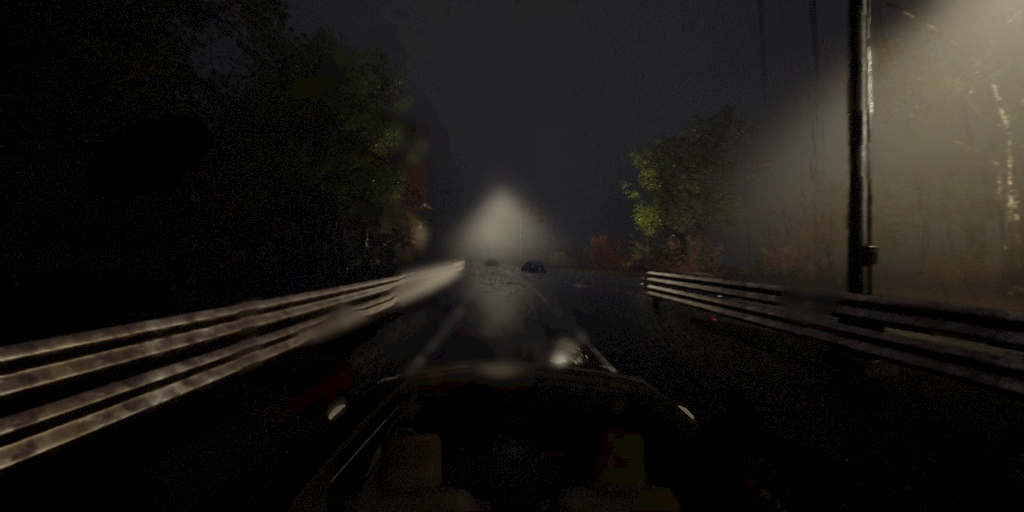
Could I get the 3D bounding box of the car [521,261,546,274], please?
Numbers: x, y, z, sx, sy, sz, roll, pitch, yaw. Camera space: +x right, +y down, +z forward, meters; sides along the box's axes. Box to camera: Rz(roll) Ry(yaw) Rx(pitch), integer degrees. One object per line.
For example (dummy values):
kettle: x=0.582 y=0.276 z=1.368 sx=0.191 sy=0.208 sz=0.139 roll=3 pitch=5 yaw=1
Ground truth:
car: x=2.447 y=1.256 z=41.007 sx=1.812 sy=1.442 sz=4.674 roll=0 pitch=0 yaw=-15

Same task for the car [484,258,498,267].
car: x=-3.828 y=1.177 z=64.515 sx=1.882 sy=1.535 sz=5.008 roll=0 pitch=0 yaw=-15

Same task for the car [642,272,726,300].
car: x=8.592 y=1.431 z=17.911 sx=1.895 sy=1.301 sz=4.718 roll=0 pitch=1 yaw=-15
